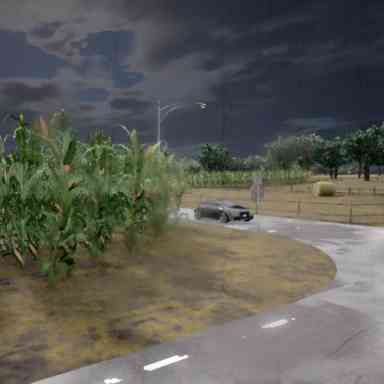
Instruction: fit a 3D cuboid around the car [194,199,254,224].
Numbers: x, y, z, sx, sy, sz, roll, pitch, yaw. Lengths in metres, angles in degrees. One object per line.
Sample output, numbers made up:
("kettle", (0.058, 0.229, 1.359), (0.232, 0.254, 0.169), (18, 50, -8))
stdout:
("car", (1.957, 1.184, 21.315), (1.994, 1.385, 4.181), (-1, 2, -35))
